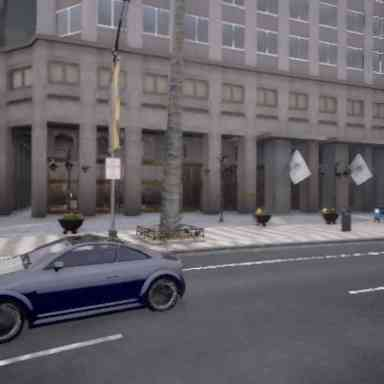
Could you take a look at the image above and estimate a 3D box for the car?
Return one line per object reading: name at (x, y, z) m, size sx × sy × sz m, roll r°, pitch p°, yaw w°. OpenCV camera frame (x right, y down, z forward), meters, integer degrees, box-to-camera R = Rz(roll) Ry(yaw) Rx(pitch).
car at (-2.206, 1.555, 6.279) m, size 4.181 × 1.385 × 1.994 m, roll 0°, pitch 0°, yaw -30°
